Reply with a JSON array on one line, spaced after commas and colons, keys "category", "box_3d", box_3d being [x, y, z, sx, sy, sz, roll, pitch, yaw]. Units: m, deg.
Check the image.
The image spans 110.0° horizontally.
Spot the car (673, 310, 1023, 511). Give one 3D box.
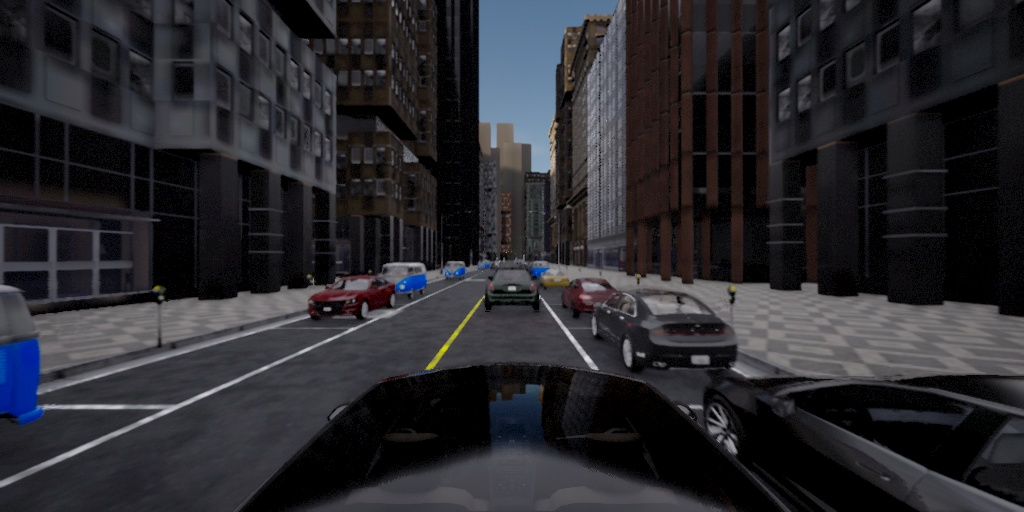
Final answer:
[{"category": "car", "box_3d": [2.857, 1.318, 1.964, 1.948, 1.339, 4.313, 0, 0, 0]}]

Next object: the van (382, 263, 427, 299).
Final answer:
[{"category": "van", "box_3d": [-5.668, 1.258, 18.901, 1.690, 1.789, 3.998, 0, 0, 0]}]

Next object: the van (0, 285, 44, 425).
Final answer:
[{"category": "van", "box_3d": [-5.668, 1.093, 1.955, 1.690, 1.789, 3.998, 0, 0, 0]}]

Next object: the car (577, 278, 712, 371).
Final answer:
[{"category": "car", "box_3d": [2.857, 1.359, 7.613, 2.007, 1.370, 4.403, 0, 0, 0]}]

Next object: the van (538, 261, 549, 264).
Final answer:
[{"category": "van", "box_3d": [2.858, 1.420, 35.854, 1.690, 1.789, 3.998, 0, 0, 0]}]

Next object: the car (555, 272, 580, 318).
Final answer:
[{"category": "car", "box_3d": [2.857, 1.445, 13.261, 1.802, 1.307, 4.207, 0, 0, 0]}]

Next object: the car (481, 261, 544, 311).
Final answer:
[{"category": "car", "box_3d": [0.019, 1.234, 15.270, 2.097, 1.767, 4.553, 0, -1, 0]}]

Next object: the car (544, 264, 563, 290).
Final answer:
[{"category": "car", "box_3d": [2.857, 1.497, 24.728, 1.751, 1.417, 4.829, 0, 0, 0]}]

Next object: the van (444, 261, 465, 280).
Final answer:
[{"category": "van", "box_3d": [-5.667, 1.420, 35.847, 1.690, 1.789, 3.998, 0, 0, 0]}]

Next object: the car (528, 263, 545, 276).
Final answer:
[{"category": "car", "box_3d": [3.147, 1.685, 46.669, 1.837, 1.490, 4.892, 0, -1, 0]}]

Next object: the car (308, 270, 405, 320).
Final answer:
[{"category": "car", "box_3d": [-5.668, 1.408, 13.252, 1.888, 1.381, 4.507, 0, 0, 0]}]
